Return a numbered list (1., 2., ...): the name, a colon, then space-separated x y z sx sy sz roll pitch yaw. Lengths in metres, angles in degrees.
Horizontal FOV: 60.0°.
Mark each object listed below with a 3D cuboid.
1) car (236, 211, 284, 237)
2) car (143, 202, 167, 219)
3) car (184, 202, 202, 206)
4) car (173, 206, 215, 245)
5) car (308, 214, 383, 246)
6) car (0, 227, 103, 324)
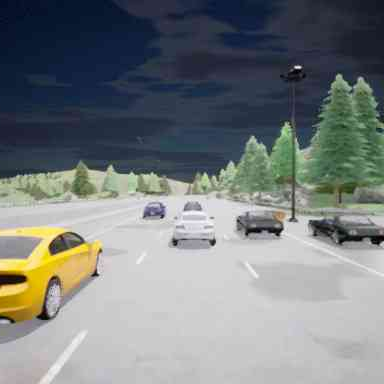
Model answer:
1. car: 3.597 1.687 18.560 1.895 1.301 4.718 0 0 0
2. car: -3.404 1.669 30.989 1.812 1.442 4.674 0 0 0
3. car: 0.094 1.731 36.177 1.994 1.385 4.181 0 0 0
4. car: 0.098 1.599 15.871 1.812 1.442 4.674 0 0 0
5. car: 7.099 1.674 15.712 1.895 1.301 4.718 0 0 0
6. car: -3.401 1.512 7.370 1.882 1.535 5.008 0 0 0
